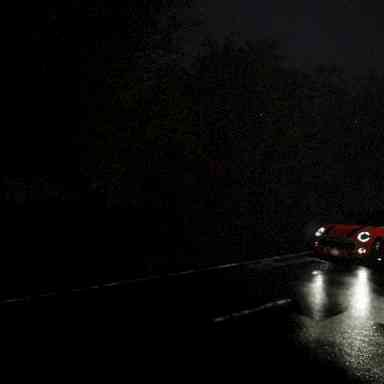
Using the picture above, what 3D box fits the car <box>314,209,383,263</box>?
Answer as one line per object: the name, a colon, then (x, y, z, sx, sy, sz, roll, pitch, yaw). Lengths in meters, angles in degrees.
car: (6.621, 1.458, 12.505, 4.553, 1.767, 2.097, 1, 0, -36)
